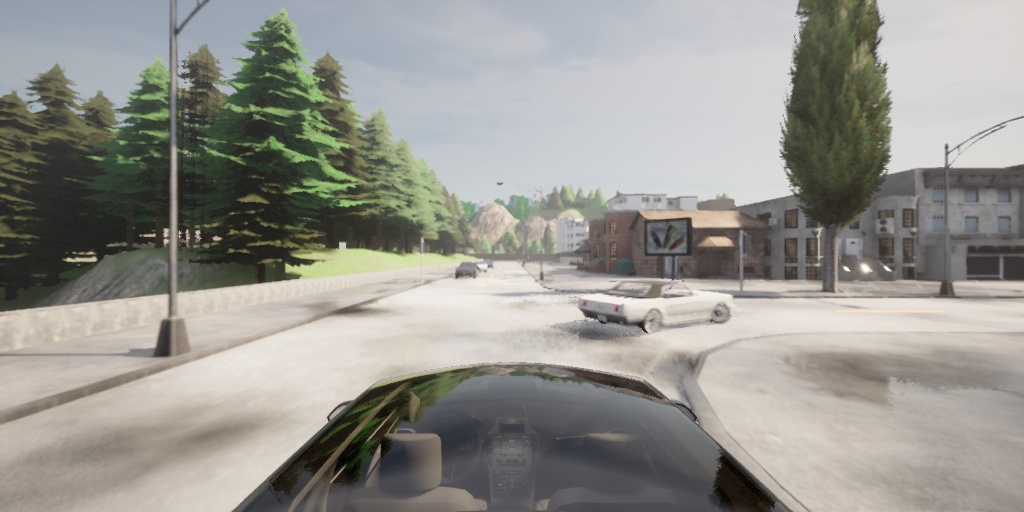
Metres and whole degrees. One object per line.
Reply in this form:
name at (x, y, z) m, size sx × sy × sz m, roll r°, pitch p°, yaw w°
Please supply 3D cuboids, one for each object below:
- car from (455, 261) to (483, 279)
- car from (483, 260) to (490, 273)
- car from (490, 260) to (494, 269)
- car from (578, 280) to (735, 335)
car at (-4.104, 1.300, 33.352) m, size 1.837 × 1.490 × 4.892 m, roll 0°, pitch 0°, yaw 0°
car at (-4.100, 1.337, 45.127) m, size 1.812 × 1.442 × 4.674 m, roll 0°, pitch 0°, yaw 0°
car at (-4.060, 1.358, 59.880) m, size 1.812 × 1.442 × 4.674 m, roll 0°, pitch 0°, yaw 1°
car at (4.358, 1.364, 10.559) m, size 4.718 × 1.301 × 1.895 m, roll 0°, pitch 0°, yaw -28°
